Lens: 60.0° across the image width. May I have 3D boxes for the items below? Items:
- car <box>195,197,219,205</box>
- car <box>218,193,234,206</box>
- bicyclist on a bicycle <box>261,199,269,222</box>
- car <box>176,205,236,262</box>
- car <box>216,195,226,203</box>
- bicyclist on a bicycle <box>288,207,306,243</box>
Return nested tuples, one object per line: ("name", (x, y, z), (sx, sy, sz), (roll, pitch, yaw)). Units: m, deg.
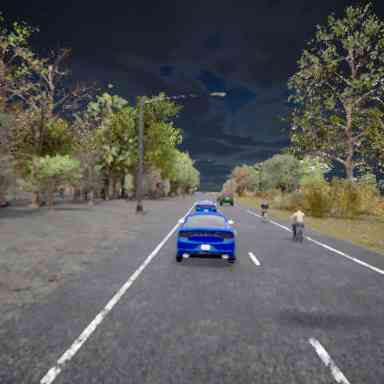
("car", (1.265, 1.441, 30.816), (1.882, 1.535, 5.008), (1, 0, 2))
("car", (5.819, 1.225, 56.281), (2.150, 2.045, 5.566), (1, 0, 2))
("bicyclist on a bicycle", (5.394, 1.424, 24.833), (0.659, 1.776, 1.843), (1, 0, 2))
("car", (0.506, 1.462, 12.211), (1.882, 1.535, 5.008), (1, 0, 2))
("car", (6.416, 1.459, 73.526), (1.882, 1.535, 5.008), (1, 0, 2))
("bicyclist on a bicycle", (4.992, 1.500, 15.659), (0.866, 1.612, 1.509), (1, 0, 3))
